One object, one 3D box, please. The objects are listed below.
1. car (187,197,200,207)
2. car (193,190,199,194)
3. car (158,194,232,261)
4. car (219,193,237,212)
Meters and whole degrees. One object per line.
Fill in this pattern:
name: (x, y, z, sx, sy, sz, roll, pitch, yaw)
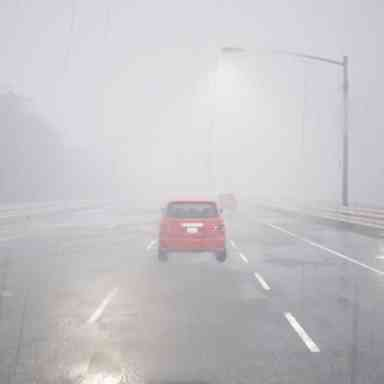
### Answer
car: (0.229, 1.413, 48.045, 1.895, 1.301, 4.718, 0, 0, 1)
car: (0.730, 1.001, 84.481, 1.812, 1.442, 4.674, 0, 1, 1)
car: (0.013, 1.211, 12.440, 2.150, 2.045, 5.566, 0, 0, 0)
car: (3.733, 1.109, 37.439, 2.150, 2.045, 5.566, 0, 1, 0)
